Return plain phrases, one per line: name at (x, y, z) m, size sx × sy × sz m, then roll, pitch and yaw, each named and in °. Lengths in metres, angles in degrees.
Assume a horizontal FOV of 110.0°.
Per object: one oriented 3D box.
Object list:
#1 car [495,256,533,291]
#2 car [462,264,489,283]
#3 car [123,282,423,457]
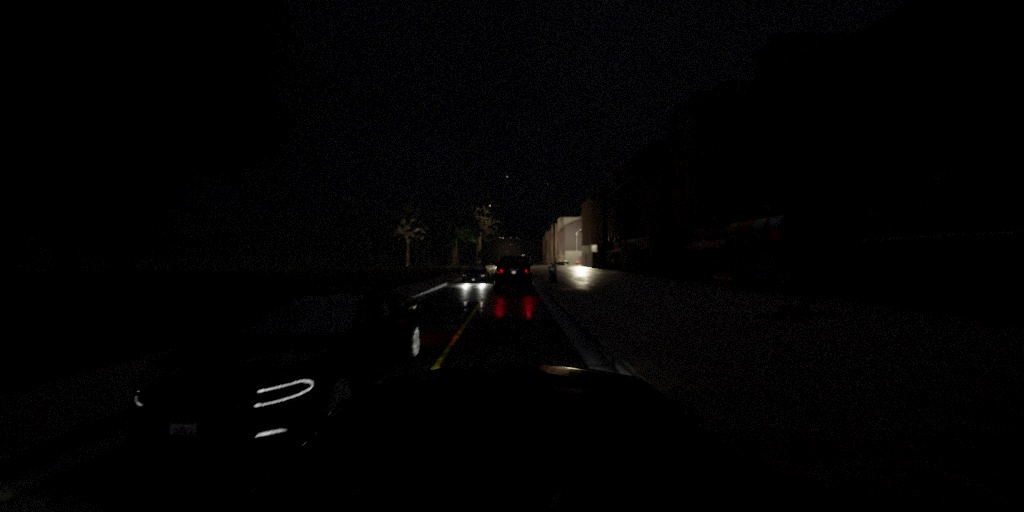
car at (0.102, 1.012, 22.480) m, size 2.150 × 2.045 × 5.566 m, roll 0°, pitch 0°, yaw 0°
car at (-2.845, 1.368, 29.084) m, size 2.033 × 1.411 × 5.357 m, roll 0°, pitch 0°, yaw 0°
car at (-2.809, 1.229, 5.580) m, size 1.882 × 1.535 × 5.008 m, roll 0°, pitch 0°, yaw 0°
